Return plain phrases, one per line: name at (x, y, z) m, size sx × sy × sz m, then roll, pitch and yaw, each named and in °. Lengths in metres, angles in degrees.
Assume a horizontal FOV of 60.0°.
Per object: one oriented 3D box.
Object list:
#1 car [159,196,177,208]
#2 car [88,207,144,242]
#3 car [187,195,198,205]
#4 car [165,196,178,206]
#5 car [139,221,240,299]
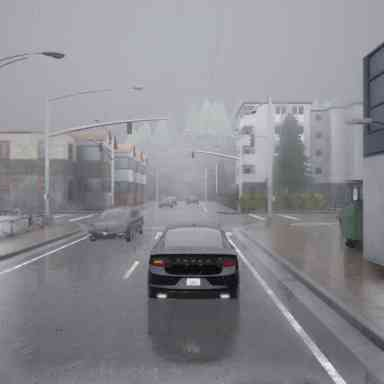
car at (-3.579, 1.547, 47.416) m, size 2.033 × 1.411 × 5.357 m, roll 0°, pitch 0°, yaw 0°
car at (-3.569, 1.511, 16.335) m, size 1.837 × 1.490 × 4.892 m, roll -1°, pitch 0°, yaw 2°
car at (0.104, 1.352, 60.303) m, size 2.097 × 1.767 × 4.553 m, roll 0°, pitch 0°, yaw 0°
car at (-3.565, 1.477, 57.730) m, size 1.882 × 1.535 × 5.008 m, roll 0°, pitch 0°, yaw 1°
car at (0.050, 1.478, 8.498) m, size 1.882 × 1.535 × 5.008 m, roll 0°, pitch 0°, yaw 1°
